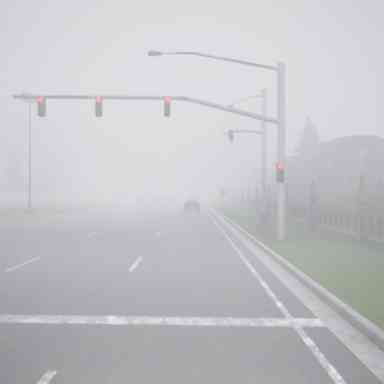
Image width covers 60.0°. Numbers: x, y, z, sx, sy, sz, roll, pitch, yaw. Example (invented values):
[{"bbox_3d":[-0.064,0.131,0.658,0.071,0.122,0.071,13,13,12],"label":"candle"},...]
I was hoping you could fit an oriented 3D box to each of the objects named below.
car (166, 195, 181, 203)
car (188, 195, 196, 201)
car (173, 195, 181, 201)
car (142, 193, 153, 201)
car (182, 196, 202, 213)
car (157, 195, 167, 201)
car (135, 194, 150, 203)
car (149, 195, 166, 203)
[{"bbox_3d":[-3.517,1.477,68.183,2.128,1.511,4.902,0,0,0],"label":"car"},{"bbox_3d":[-0.019,1.340,78.604,1.812,1.442,4.674,0,0,0],"label":"car"},{"bbox_3d":[-3.519,1.411,78.633,1.895,1.301,4.718,0,0,0],"label":"car"},{"bbox_3d":[-10.519,1.171,78.571,2.097,1.767,4.553,0,0,0],"label":"car"},{"bbox_3d":[-0.009,1.496,37.571,1.837,1.490,4.892,0,0,0],"label":"car"},{"bbox_3d":[-7.019,1.368,78.602,1.994,1.385,4.181,0,0,0],"label":"car"},{"bbox_3d":[-10.517,1.550,68.565,1.994,1.385,4.181,0,0,0],"label":"car"},{"bbox_3d":[-7.017,1.463,68.182,1.882,1.535,5.008,0,0,0],"label":"car"}]
